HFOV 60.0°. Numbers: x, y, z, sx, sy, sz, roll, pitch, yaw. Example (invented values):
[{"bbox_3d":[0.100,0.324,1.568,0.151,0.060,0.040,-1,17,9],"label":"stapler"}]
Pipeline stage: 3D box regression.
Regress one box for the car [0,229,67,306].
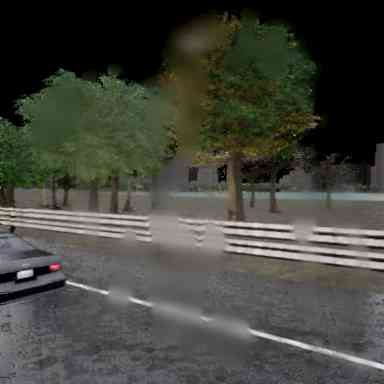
[{"bbox_3d":[-5.060,1.533,7.546,5.357,1.411,2.033,0,0,36],"label":"car"}]
